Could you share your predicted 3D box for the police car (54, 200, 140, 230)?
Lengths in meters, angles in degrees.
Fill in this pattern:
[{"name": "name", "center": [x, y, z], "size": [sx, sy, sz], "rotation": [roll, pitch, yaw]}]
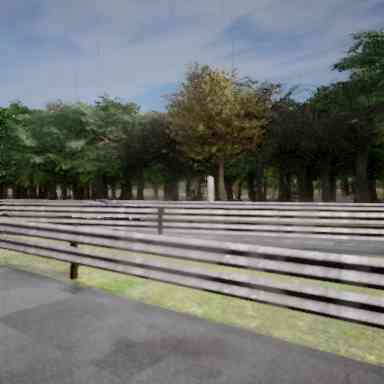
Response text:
[{"name": "police car", "center": [-5.506, 1.229, 18.696], "size": [4.974, 1.542, 2.038], "rotation": [0, 0, 22]}]
